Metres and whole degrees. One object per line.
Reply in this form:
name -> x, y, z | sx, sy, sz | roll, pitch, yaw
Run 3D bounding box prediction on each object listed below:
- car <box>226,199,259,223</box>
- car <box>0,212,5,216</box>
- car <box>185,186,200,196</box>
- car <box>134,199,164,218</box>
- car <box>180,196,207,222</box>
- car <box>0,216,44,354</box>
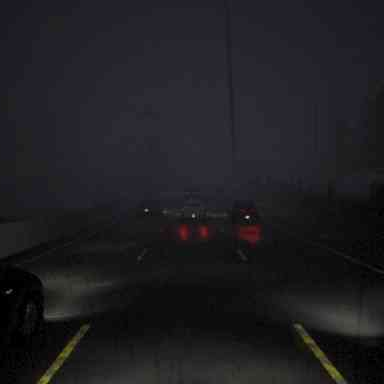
car -> 3.600, 1.301, 24.028 | 1.837, 1.490, 4.892 | 0, 2, 0
car -> -10.515, 1.297, 15.027 | 2.097, 1.767, 4.553 | 0, 0, 0
car -> 0.059, -0.038, 42.549 | 2.033, 1.411, 5.357 | 0, 6, 0
car -> -3.400, 1.244, 26.824 | 1.994, 1.385, 4.181 | 0, 3, 0
car -> 0.101, 1.302, 24.483 | 1.812, 1.442, 4.674 | 0, 2, 0
car -> -3.399, 1.339, 3.444 | 2.097, 1.767, 4.553 | 0, 0, 0
